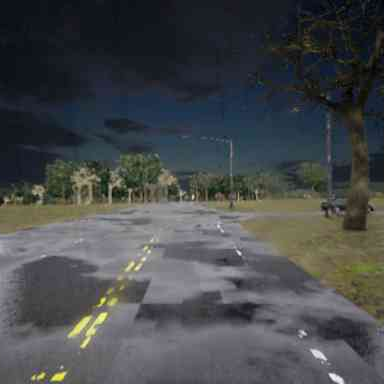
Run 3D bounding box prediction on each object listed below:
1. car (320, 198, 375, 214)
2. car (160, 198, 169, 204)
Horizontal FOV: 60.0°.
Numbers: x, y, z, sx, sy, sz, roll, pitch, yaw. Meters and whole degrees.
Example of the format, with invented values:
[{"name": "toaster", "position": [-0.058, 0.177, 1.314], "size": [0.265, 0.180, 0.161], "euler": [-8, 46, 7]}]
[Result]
[{"name": "car", "position": [14.890, 1.338, 31.984], "size": [4.892, 1.490, 1.837], "euler": [0, -2, 0]}, {"name": "car", "position": [-6.875, 2.228, 84.042], "size": [1.837, 1.490, 4.892], "euler": [0, -1, 0]}]
